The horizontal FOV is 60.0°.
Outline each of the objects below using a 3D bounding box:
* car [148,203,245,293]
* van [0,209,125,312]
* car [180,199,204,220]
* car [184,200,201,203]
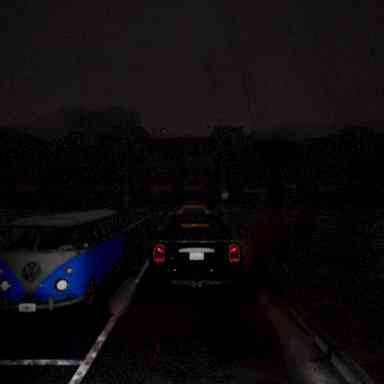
[{"bbox_3d":[0.093,1.341,8.996,2.097,1.767,4.553,0,0,0],"label":"car"},{"bbox_3d":[-2.652,1.331,7.444,1.690,1.788,3.998,-1,0,0],"label":"van"},{"bbox_3d":[0.070,1.447,29.012,1.882,1.535,5.008,0,0,3],"label":"car"},{"bbox_3d":[0.084,1.457,18.485,1.882,1.535,5.008,0,0,0],"label":"car"}]
